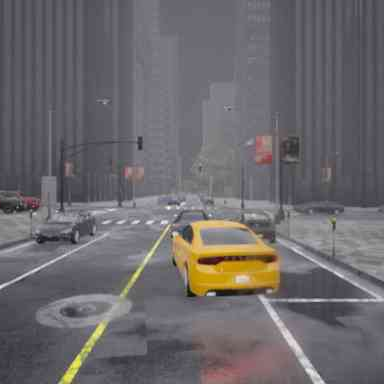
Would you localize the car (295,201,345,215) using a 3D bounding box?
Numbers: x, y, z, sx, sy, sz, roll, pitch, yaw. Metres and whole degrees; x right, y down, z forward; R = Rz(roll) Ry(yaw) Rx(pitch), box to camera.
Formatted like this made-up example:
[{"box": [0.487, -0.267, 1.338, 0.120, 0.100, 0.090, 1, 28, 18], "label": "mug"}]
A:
[{"box": [14.725, 1.822, 37.800, 4.892, 1.490, 1.837, 1, 0, 1], "label": "car"}]

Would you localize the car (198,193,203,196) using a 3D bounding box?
[{"box": [3.042, 1.360, 74.393, 2.192, 1.841, 5.009, 0, 0, 0], "label": "car"}]

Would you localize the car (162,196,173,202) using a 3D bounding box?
[{"box": [-5.484, 1.611, 74.459, 1.947, 1.339, 4.313, 0, 0, 0], "label": "car"}]

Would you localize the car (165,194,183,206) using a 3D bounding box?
[{"box": [-2.947, 1.508, 55.512, 1.882, 1.535, 5.008, 0, 0, 1], "label": "car"}]

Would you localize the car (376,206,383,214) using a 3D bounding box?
[{"box": [25.384, 2.015, 41.021, 4.902, 1.511, 2.128, 1, 0, 1], "label": "car"}]

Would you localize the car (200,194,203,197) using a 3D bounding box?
[{"box": [2.952, 1.562, 63.537, 1.752, 1.417, 4.829, 0, 0, 0], "label": "car"}]

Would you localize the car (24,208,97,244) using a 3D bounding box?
[{"box": [-5.774, 1.557, 15.667, 2.008, 1.369, 4.403, 0, 0, 0], "label": "car"}]

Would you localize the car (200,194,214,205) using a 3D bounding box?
[{"box": [2.905, 1.583, 57.854, 2.008, 1.369, 4.403, 0, 0, 0], "label": "car"}]

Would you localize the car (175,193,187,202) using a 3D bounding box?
[{"box": [-2.771, 1.533, 68.875, 2.128, 1.511, 4.902, 0, 0, 1], "label": "car"}]

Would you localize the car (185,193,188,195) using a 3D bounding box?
[{"box": [-2.672, 1.275, 80.618, 2.150, 2.045, 5.566, 0, 0, 0], "label": "car"}]

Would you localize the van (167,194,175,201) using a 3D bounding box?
[{"box": [-5.393, 1.396, 85.485, 1.690, 1.788, 3.998, 0, 0, 0], "label": "van"}]

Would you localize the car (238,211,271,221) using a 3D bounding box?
[{"box": [2.751, 1.557, 15.671, 2.008, 1.369, 4.403, 0, 0, 0], "label": "car"}]

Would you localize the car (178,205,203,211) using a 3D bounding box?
[{"box": [0.038, 1.570, 16.360, 1.994, 1.385, 4.181, 0, 0, 0], "label": "car"}]

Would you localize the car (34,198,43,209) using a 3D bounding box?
[{"box": [-18.463, 0.933, 34.434, 5.566, 2.045, 2.150, 1, 0, 0], "label": "car"}]

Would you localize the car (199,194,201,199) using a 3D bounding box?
[{"box": [2.996, 1.591, 68.880, 2.008, 1.369, 4.403, 0, 0, 0], "label": "car"}]

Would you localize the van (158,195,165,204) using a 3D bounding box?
[{"box": [-5.574, 1.378, 63.435, 1.690, 1.788, 3.998, 0, 0, 0], "label": "van"}]

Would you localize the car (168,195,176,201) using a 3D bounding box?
[{"box": [-5.348, 1.604, 90.997, 1.887, 1.381, 4.507, 0, 0, 0], "label": "car"}]

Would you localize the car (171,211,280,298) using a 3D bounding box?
[{"box": [0.569, 1.480, 8.678, 1.882, 1.535, 5.008, 0, 0, -9], "label": "car"}]

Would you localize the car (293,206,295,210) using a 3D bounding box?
[{"box": [14.873, 1.853, 41.060, 4.674, 1.442, 1.812, 1, 0, 2], "label": "car"}]

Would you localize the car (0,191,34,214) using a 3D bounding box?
[{"box": [-18.402, 0.927, 31.183, 5.566, 2.045, 2.150, 1, 0, 0], "label": "car"}]
